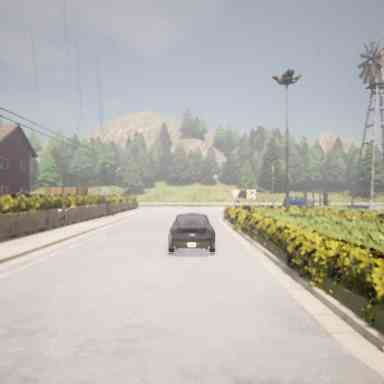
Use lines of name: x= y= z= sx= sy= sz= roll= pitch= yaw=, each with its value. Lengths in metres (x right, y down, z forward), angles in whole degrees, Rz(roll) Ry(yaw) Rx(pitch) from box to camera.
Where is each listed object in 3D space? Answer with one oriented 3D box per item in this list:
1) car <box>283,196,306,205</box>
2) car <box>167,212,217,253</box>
car: x=18.815 y=1.770 z=58.677 sx=5.566 sy=2.045 sz=2.150 roll=0 pitch=-1 yaw=0
car: x=-0.001 y=1.643 z=14.298 sx=1.837 sy=1.490 sz=4.892 roll=0 pitch=0 yaw=0
